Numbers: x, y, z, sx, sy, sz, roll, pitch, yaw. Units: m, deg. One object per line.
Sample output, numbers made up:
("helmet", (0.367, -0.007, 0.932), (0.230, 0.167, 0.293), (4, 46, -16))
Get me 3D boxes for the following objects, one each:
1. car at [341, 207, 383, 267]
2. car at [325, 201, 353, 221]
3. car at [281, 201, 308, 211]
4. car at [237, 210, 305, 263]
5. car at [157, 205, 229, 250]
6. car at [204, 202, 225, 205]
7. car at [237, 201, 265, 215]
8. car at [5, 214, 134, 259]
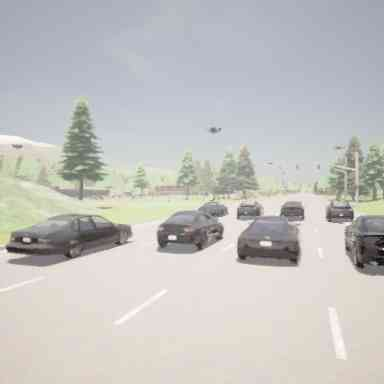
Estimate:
("car", (6.273, 1.484, 11.039), (1.882, 1.535, 5.008), (0, 0, 20))
("car", (11.792, 1.503, 26.642), (2.128, 1.511, 4.902), (0, 0, 20))
("car", (8.485, 1.510, 27.790), (1.837, 1.490, 4.892), (0, 0, 20))
("car", (2.960, 1.565, 12.160), (1.994, 1.385, 4.181), (0, 0, 20))
("car", (0.049, 1.521, 14.412), (1.812, 1.442, 4.674), (0, 0, 20))
("car", (2.031, 1.558, 30.534), (1.994, 1.385, 4.181), (0, 0, 20))
("car", (5.201, 1.491, 28.998), (2.128, 1.511, 4.902), (0, 0, 20))
("car", (-4.280, 1.536, 12.703), (2.033, 1.411, 5.357), (0, 0, 20))
